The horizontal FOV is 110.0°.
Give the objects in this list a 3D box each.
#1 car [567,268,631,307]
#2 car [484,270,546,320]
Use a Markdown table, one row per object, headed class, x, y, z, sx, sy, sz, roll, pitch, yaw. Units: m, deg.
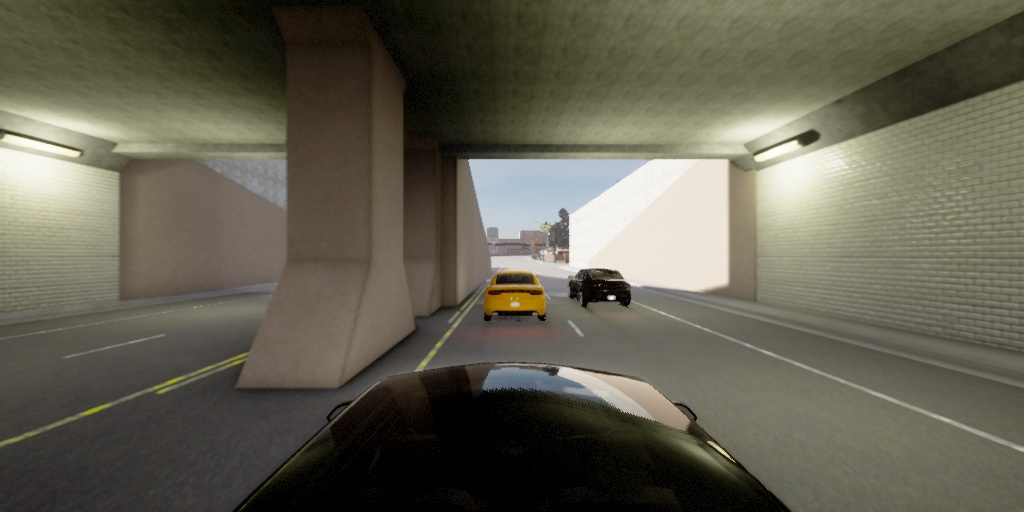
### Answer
| class | x | y | z | sx | sy | sz | roll | pitch | yaw |
| --- | --- | --- | --- | --- | --- | --- | --- | --- | --- |
| car | 3.596 | 1.255 | 15.370 | 1.837 | 1.490 | 4.892 | 0 | 0 | 0 |
| car | 0.091 | 1.228 | 12.683 | 1.882 | 1.535 | 5.008 | 0 | 0 | 0 |
